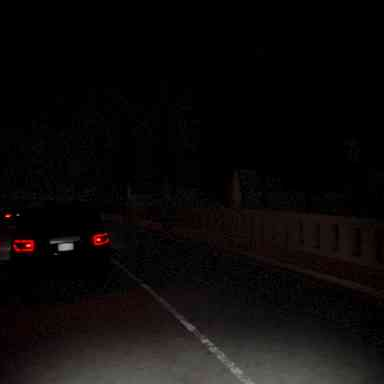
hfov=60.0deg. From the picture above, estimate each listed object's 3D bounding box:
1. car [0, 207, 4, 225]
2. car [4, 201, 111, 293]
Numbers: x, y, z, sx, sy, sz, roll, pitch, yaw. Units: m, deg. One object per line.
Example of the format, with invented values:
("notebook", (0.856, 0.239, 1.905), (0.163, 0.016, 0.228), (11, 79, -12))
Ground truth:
("car", (-14.529, 1.797, 26.945), (2.033, 1.411, 5.357), (-2, 0, -37))
("car", (-3.854, 1.275, 9.461), (2.150, 2.045, 5.566), (-2, 0, -26))
